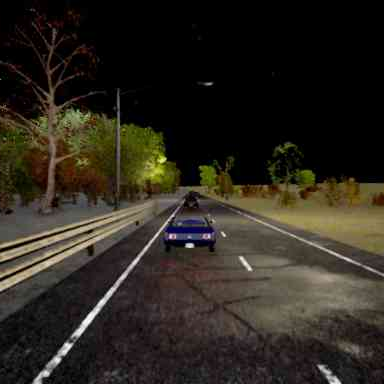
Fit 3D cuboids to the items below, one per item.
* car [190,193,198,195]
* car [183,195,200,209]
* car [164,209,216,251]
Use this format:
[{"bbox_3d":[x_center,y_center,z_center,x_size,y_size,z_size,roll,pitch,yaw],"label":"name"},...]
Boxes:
[{"bbox_3d":[-0.141,1.497,67.945,1.837,1.490,4.892,0,0,0],"label":"car"},{"bbox_3d":[-0.112,1.472,43.592,1.882,1.535,5.008,0,0,0],"label":"car"},{"bbox_3d":[-0.078,1.597,13.950,1.895,1.301,4.718,0,0,0],"label":"car"}]
